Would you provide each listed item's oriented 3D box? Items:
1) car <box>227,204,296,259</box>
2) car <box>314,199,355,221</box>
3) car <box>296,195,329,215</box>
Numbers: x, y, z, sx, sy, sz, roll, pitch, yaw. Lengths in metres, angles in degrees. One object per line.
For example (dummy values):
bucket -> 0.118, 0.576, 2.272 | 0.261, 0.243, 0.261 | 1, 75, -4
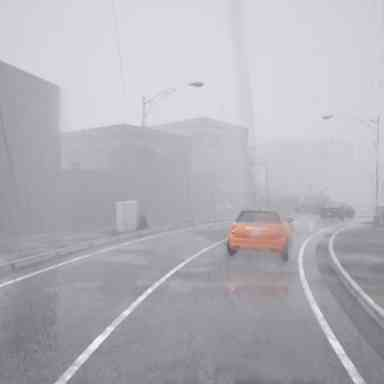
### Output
car -> 2.846, 1.384, 13.169 | 2.097, 1.767, 4.553 | 1, 0, 19
car -> 12.722, 1.649, 28.981 | 1.882, 1.535, 5.008 | 1, 0, 39
car -> 12.758, 1.359, 34.794 | 2.150, 2.045, 5.566 | 2, 0, 42
